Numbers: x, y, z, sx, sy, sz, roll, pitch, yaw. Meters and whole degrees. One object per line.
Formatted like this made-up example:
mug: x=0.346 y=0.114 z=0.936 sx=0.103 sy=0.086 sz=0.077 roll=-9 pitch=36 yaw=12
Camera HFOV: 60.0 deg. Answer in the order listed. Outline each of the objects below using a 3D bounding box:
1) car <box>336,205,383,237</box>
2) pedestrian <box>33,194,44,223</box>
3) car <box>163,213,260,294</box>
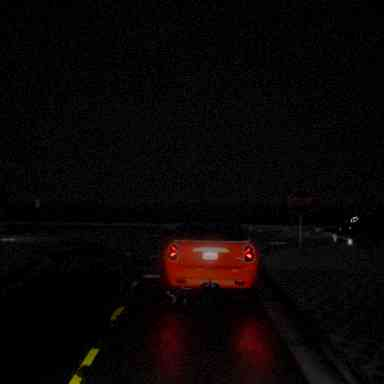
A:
car: x=10.337 y=1.465 z=18.151 sx=4.553 sy=1.767 sz=2.097 roll=1 pitch=0 yaw=0
pedestrian: x=-9.700 y=1.019 z=20.934 sx=0.375 sy=1.860 sz=0.375 roll=0 pitch=-1 yaw=0
car: x=0.594 y=1.332 z=8.983 sx=2.097 sy=1.767 sz=4.553 roll=0 pitch=0 yaw=6
